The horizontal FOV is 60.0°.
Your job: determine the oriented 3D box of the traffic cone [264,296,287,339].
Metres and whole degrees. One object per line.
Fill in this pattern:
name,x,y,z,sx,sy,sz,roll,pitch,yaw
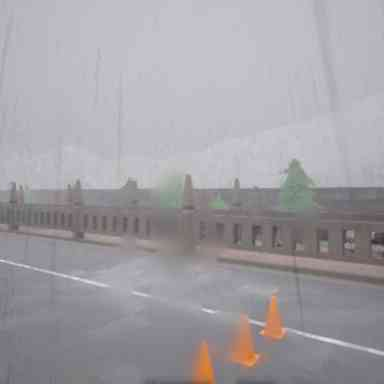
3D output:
traffic cone,1.296,1.963,5.319,0.340,0.580,0.340,0,0,36

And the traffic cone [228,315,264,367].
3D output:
traffic cone,0.715,1.962,4.505,0.340,0.580,0.340,0,0,36

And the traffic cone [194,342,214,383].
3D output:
traffic cone,0.134,1.962,3.691,0.340,0.580,0.340,0,0,36
